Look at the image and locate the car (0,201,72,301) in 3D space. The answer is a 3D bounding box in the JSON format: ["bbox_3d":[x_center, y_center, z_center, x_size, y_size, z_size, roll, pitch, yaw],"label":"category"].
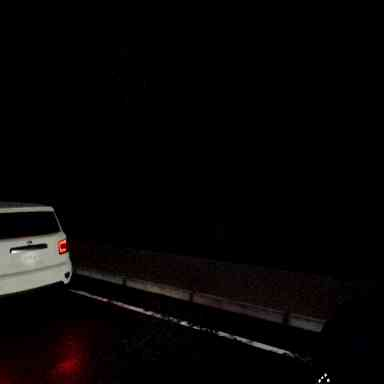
[{"bbox_3d":[-4.994,1.220,7.373,5.566,2.045,2.150,0,0,36],"label":"car"}]

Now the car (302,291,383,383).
[{"bbox_3d":[3.296,1.222,1.288,5.566,2.045,2.150,0,0,36],"label":"car"}]
